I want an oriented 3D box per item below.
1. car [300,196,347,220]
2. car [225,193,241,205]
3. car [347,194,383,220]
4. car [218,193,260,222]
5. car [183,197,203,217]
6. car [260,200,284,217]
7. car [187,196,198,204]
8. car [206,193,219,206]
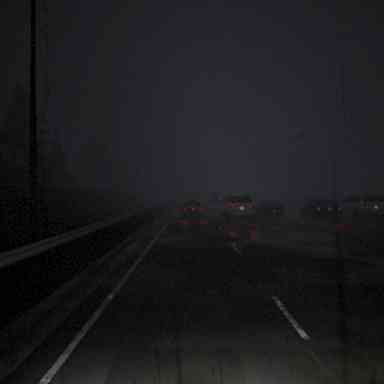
[{"bbox_3d":[10.613,1.351,27.757,2.097,1.767,4.553,0,0,0],"label":"car"},{"bbox_3d":[7.122,1.220,58.966,2.150,2.045,5.566,0,0,0],"label":"car"},{"bbox_3d":[14.110,1.221,28.149,2.150,2.045,5.566,0,0,0],"label":"car"},{"bbox_3d":[3.608,1.221,26.681,2.150,2.045,5.566,0,0,0],"label":"car"},{"bbox_3d":[0.111,1.457,30.812,1.801,1.575,5.366,0,0,0],"label":"car"},{"bbox_3d":[7.111,1.477,31.046,1.882,1.535,5.008,0,0,0],"label":"car"},{"bbox_3d":[0.124,1.564,65.287,1.994,1.385,4.181,0,0,0],"label":"car"},{"bbox_3d":[3.619,1.221,54.854,2.150,2.045,5.566,0,0,0],"label":"car"}]
